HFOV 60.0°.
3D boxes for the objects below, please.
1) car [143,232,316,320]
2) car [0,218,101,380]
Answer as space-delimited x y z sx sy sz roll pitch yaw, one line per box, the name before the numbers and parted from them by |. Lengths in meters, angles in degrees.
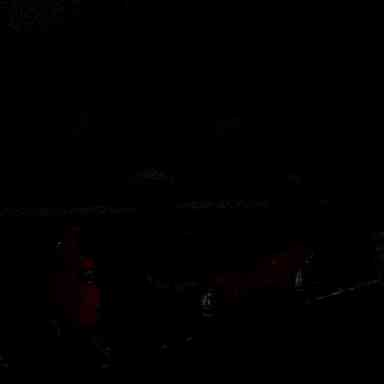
car | 1.000 1.582 7.261 4.206 1.307 1.802 0 0 -35
car | -3.631 1.315 3.968 5.009 1.841 2.192 0 0 -35
